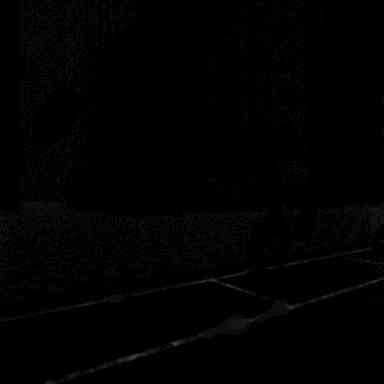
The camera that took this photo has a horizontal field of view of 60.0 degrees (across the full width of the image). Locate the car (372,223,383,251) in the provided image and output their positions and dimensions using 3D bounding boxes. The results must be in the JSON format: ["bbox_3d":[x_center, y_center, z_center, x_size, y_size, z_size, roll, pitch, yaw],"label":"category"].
[{"bbox_3d":[8.633,1.562,12.810,4.403,1.369,2.008,0,0,-36],"label":"car"}]
